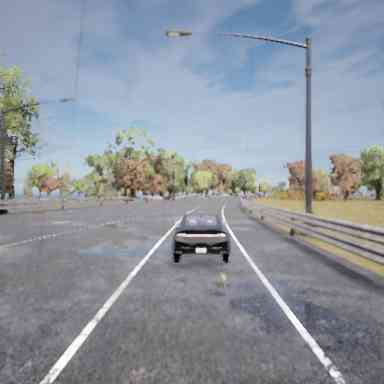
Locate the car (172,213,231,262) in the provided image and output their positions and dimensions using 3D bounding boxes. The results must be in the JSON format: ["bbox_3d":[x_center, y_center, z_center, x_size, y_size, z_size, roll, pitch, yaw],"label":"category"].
[{"bbox_3d":[0.344,1.517,12.259,2.128,1.511,4.902,0,0,2],"label":"car"}]
